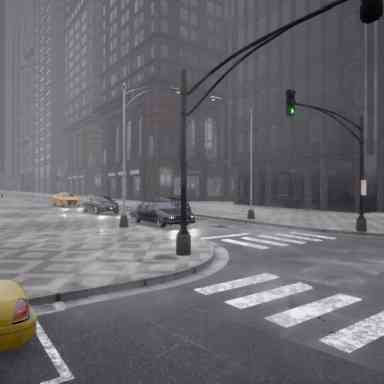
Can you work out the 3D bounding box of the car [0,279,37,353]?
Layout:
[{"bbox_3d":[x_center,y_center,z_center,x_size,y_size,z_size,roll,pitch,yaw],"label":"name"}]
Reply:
[{"bbox_3d":[-4.357,1.525,3.536,4.829,1.417,1.752,0,0,-36],"label":"car"}]

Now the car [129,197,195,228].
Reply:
[{"bbox_3d":[-2.006,1.237,20.199,2.033,1.411,5.357,0,1,-36],"label":"car"}]

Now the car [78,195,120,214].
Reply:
[{"bbox_3d":[-7.775,1.011,28.182,1.837,1.490,4.892,0,1,-36],"label":"car"}]

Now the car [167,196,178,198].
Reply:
[{"bbox_3d":[-2.004,1.115,25.657,1.837,1.490,4.892,0,1,-36],"label":"car"}]

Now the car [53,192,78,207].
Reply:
[{"bbox_3d":[-13.873,0.798,36.627,1.882,1.535,5.008,0,1,-35],"label":"car"}]
